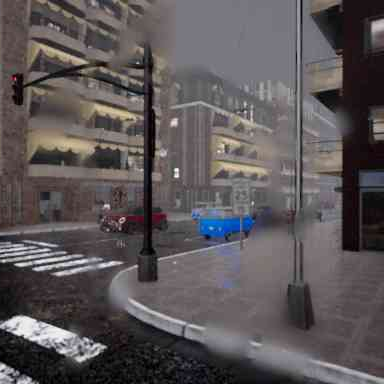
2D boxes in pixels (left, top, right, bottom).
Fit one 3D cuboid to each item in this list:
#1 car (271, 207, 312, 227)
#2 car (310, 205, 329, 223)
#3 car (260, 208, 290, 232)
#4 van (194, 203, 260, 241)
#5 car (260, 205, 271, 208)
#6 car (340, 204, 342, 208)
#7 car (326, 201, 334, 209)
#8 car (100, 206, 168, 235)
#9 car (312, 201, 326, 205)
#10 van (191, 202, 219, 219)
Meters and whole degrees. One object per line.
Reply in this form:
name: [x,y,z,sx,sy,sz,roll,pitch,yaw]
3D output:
car: [8.354,2.152,28.012,1.802,1.307,4.206,-1,-2,35]
car: [11.563,2.228,32.529,2.008,1.369,4.403,-1,-2,35]
car: [5.147,2.029,23.496,1.947,1.339,4.313,-1,-2,35]
van: [2.077,1.698,18.887,1.690,1.788,3.998,-1,-2,35]
car: [7.922,2.224,37.303,1.812,1.442,4.674,0,-1,36]
car: [39.917,3.365,86.860,1.752,1.417,4.829,-1,-2,35]
car: [27.181,2.718,68.937,2.192,1.841,5.009,-1,-2,35]
car: [-3.580,1.669,21.128,2.097,1.767,4.553,0,-1,35]
car: [23.974,2.879,64.415,1.802,1.307,4.206,-1,-2,35]
van: [1.519,1.893,32.809,1.690,1.788,3.998,-1,-2,35]
